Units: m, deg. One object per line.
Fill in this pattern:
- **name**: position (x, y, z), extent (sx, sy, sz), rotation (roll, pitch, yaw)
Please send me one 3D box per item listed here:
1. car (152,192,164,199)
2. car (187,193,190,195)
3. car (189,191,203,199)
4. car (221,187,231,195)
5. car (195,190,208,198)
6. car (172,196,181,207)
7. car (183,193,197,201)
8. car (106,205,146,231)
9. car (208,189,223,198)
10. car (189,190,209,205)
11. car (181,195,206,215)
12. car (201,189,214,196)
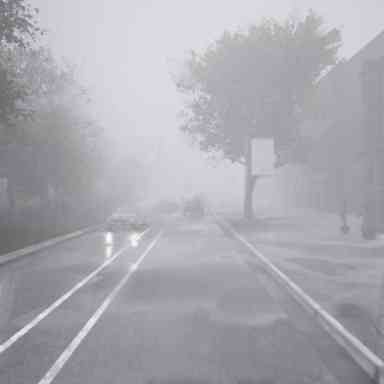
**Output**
- **car**: position (-7.274, 0.716, 71.513), extent (1.882, 1.535, 5.008), rotation (0, 2, 3)
- **car**: position (-2.087, 1.394, 59.428), extent (2.097, 1.535, 5.008), rotation (1, 3, 9)
- **car**: position (0.973, 0.713, 75.896), extent (2.097, 1.535, 5.008), rotation (-1, 3, 14)
- **car**: position (8.159, -0.168, 88.134), extent (2.097, 1.767, 4.553), rotation (0, 2, 20)
- **car**: position (2.366, 0.452, 81.427), extent (2.231, 1.521, 4.892), rotation (0, 3, 16)
- **car**: position (-2.599, 1.703, 53.313), extent (2.002, 1.452, 4.674), rotation (-2, 2, 4)
- **car**: position (-0.354, 1.015, 69.812), extent (2.002, 1.452, 4.674), rotation (-1, 2, 12)
- **car**: position (-4.164, 1.616, 21.688), extent (1.812, 1.442, 4.674), rotation (0, 0, 2)
- **car**: position (5.348, 0.584, 78.748), extent (1.994, 1.385, 4.181), rotation (0, 2, 16)
- **car**: position (1.296, 1.278, 55.833), extent (2.150, 2.045, 5.566), rotation (0, 3, 5)
- **car**: position (0.210, 1.502, 36.338), extent (2.097, 1.767, 4.553), rotation (0, 0, 1)
- **car**: position (4.187, 0.174, 87.480), extent (2.097, 1.535, 5.008), rotation (0, 3, 18)
